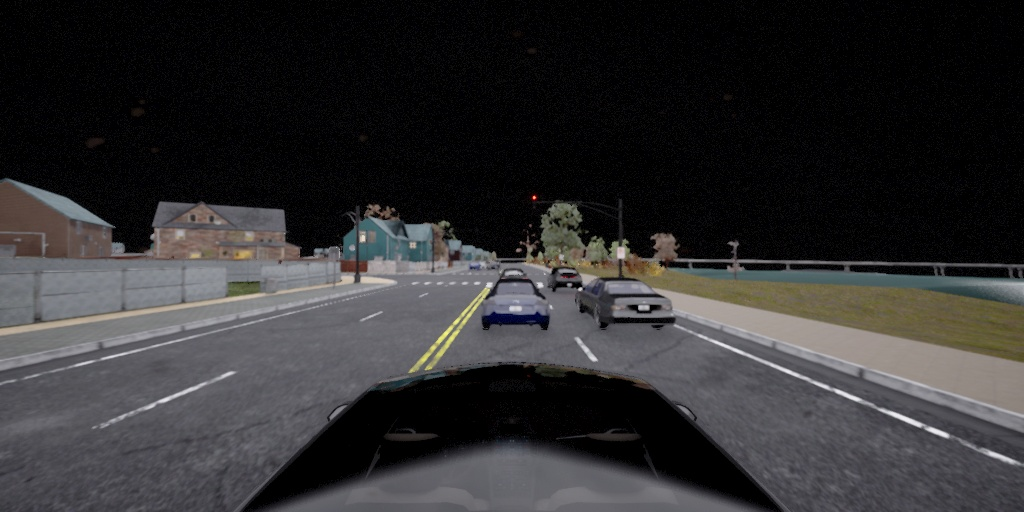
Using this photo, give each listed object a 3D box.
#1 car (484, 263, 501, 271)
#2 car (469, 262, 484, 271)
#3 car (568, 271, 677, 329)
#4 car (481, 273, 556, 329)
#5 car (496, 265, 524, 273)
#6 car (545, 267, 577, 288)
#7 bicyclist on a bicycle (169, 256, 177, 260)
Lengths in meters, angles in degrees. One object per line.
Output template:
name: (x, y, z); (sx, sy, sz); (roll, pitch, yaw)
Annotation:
car: (-3.356, 1.924, 64.136); (1.994, 1.385, 4.181); (0, -1, 1)
car: (-6.603, 1.837, 64.081); (1.882, 1.535, 5.008); (0, -1, 0)
car: (3.343, 1.387, 11.623); (2.033, 1.411, 5.357); (0, -1, 0)
car: (0.090, 1.404, 11.648); (1.994, 1.385, 4.181); (0, -1, 0)
car: (0.062, 1.466, 22.516); (1.812, 1.442, 4.674); (0, -1, -2)
car: (3.327, 1.452, 23.217); (1.837, 1.490, 4.892); (0, -1, 0)
bicyclist on a bicycle: (-29.648, 0.818, 31.361); (0.582, 1.620, 1.656); (1, -1, -35)
